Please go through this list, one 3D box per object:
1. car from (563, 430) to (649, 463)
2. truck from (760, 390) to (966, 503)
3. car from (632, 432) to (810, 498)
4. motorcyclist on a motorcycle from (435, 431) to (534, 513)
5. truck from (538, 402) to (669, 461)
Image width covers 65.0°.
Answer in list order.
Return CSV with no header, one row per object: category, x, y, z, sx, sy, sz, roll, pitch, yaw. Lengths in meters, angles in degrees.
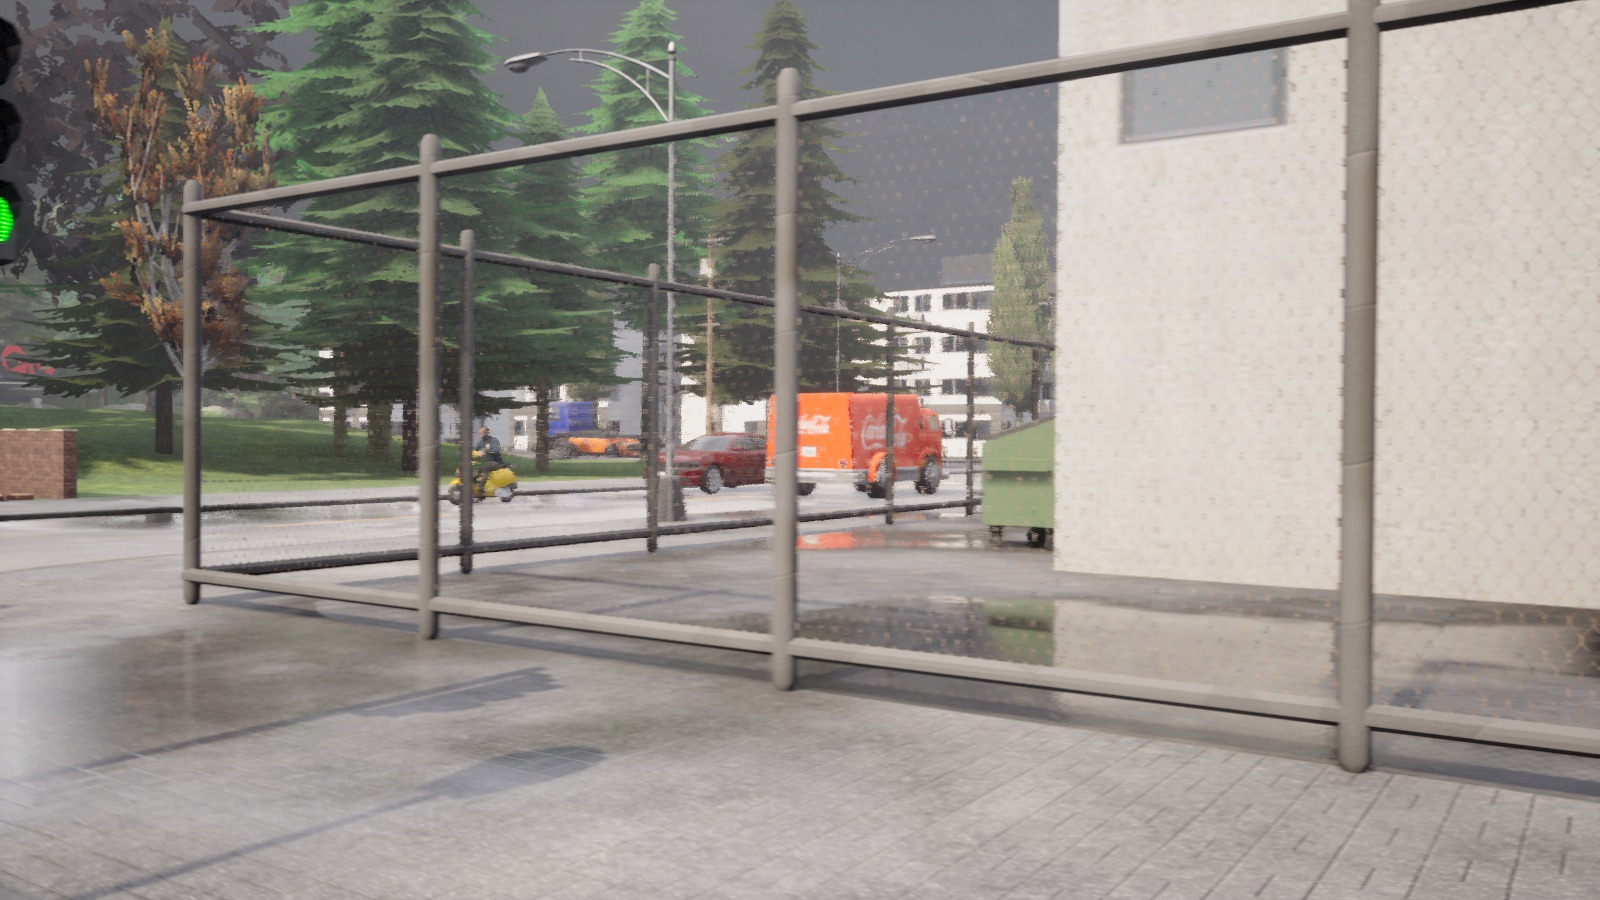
car,-10.978,-0.201,70.926,4.553,1.767,2.097,0,1,34
truck,1.641,-0.149,30.262,2.627,2.467,5.204,0,2,33
car,-1.916,0.319,32.139,1.882,1.535,5.008,0,1,34
motorcyclist on a motorcycle,-6.375,0.426,25.439,0.866,1.590,1.817,0,1,33
truck,-12.003,-1.100,76.392,7.936,3.462,2.891,0,1,34
